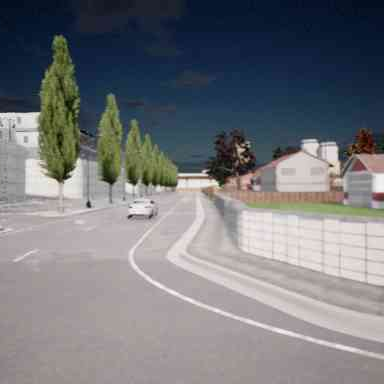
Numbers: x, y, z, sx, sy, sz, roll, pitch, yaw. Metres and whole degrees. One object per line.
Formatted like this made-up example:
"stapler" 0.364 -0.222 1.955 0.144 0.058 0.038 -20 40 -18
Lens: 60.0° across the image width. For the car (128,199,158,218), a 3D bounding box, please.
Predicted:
"car" -3.834 1.237 26.196 1.812 1.442 4.674 0 1 1
